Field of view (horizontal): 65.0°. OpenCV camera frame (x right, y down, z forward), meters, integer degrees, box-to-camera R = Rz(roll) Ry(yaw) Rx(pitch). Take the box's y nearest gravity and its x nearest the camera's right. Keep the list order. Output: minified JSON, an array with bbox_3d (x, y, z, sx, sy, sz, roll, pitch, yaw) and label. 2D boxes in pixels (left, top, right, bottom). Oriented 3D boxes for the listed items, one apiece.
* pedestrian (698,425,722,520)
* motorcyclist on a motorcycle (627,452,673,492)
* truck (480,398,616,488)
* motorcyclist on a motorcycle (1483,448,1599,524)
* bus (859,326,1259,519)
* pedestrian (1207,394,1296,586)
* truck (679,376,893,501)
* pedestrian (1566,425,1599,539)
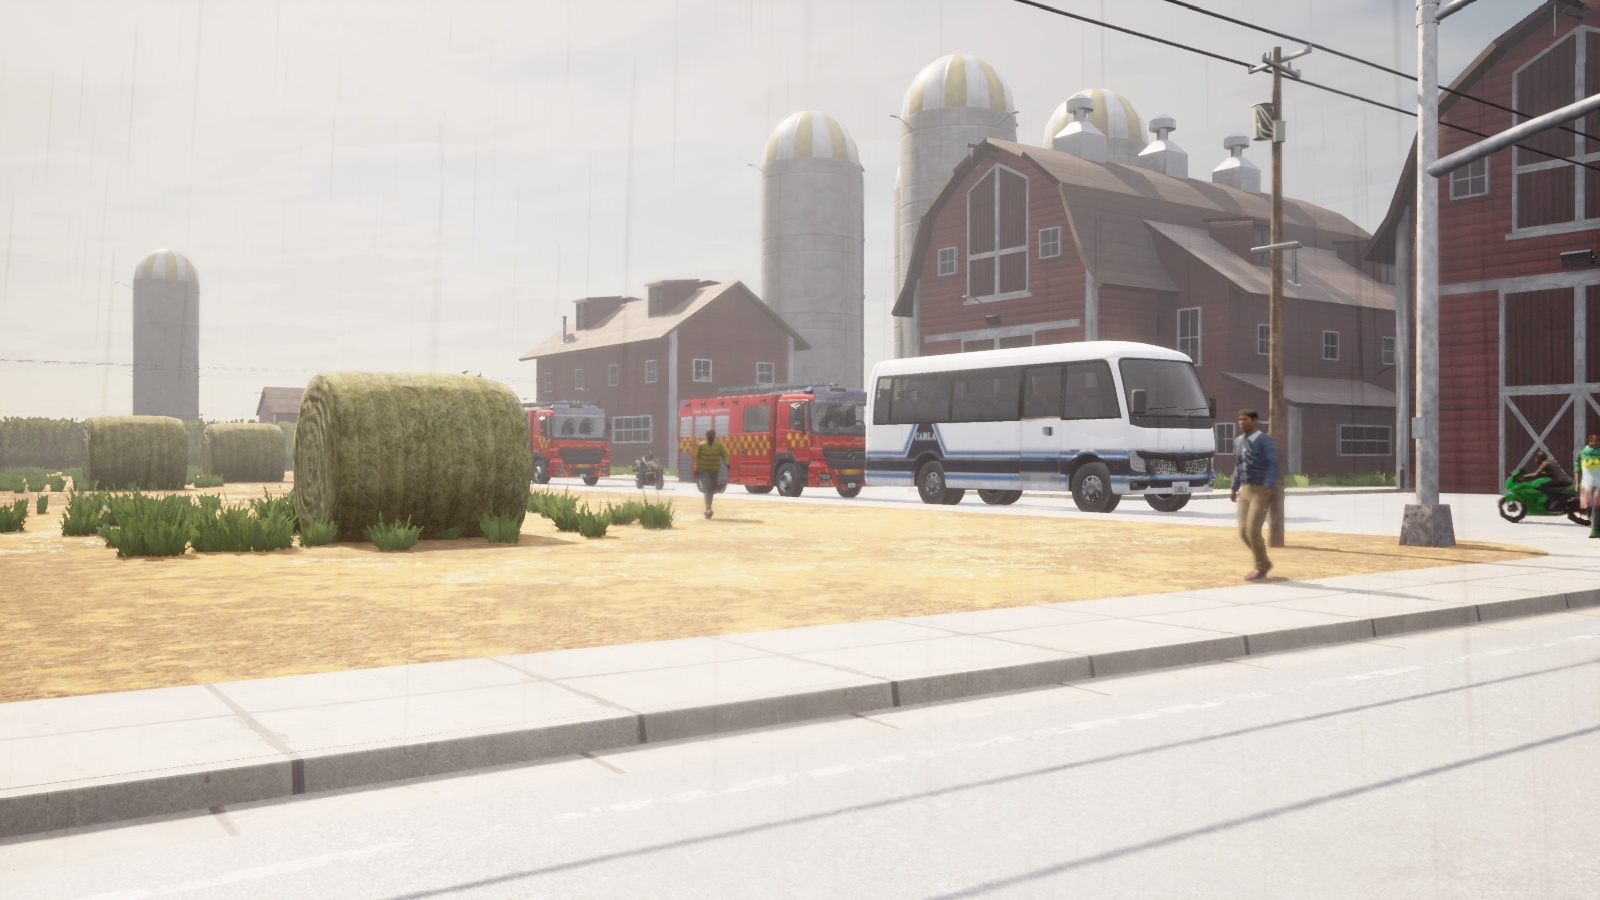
[{"bbox_3d":[-1.760,0.434,24.550,0.370,1.835,0.726,0,0,-13],"label":"pedestrian"},{"bbox_3d":[-5.971,0.870,49.922,0.866,1.530,2.191,-1,0,-36],"label":"motorcyclist on a motorcycle"},{"bbox_3d":[-11.783,-0.280,57.959,2.891,3.827,8.468,0,0,-36],"label":"truck"},{"bbox_3d":[15.513,0.731,26.210,0.797,1.523,2.044,0,0,-36],"label":"motorcyclist on a motorcycle"},{"bbox_3d":[6.317,-0.595,32.948,3.944,4.253,10.273,0,0,-36],"label":"bus"},{"bbox_3d":[4.708,0.410,13.094,0.788,1.949,0.423,0,0,-22],"label":"pedestrian"},{"bbox_3d":[-0.707,-0.342,42.652,2.891,3.827,8.468,0,0,-36],"label":"truck"},{"bbox_3d":[13.806,0.544,21.799,0.873,1.952,0.659,0,0,-44],"label":"pedestrian"}]
